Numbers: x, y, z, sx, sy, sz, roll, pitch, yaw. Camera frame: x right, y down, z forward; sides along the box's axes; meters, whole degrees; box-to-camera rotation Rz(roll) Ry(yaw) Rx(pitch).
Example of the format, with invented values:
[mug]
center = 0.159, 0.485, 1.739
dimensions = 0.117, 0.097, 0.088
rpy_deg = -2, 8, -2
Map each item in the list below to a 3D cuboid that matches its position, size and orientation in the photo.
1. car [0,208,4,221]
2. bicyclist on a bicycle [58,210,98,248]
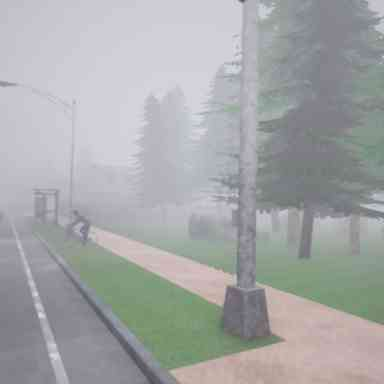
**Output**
[car]
center = -19.184, 2.007, 31.888
dimensions = 1.994, 1.385, 4.181
rpy_deg = 2, -2, -29
[bicyclist on a bicycle]
center = -4.826, 1.587, 14.200
dimensions = 1.656, 1.620, 0.582
rpy_deg = 2, -2, -29
